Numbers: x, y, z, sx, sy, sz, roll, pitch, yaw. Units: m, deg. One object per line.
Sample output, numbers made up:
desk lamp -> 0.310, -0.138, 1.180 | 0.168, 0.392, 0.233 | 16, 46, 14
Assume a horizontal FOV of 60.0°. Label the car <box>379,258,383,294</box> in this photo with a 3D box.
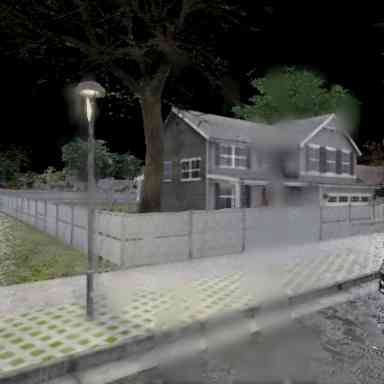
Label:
car -> 6.015, 1.503, 7.360 | 4.902, 1.511, 2.128 | 0, 0, -35
